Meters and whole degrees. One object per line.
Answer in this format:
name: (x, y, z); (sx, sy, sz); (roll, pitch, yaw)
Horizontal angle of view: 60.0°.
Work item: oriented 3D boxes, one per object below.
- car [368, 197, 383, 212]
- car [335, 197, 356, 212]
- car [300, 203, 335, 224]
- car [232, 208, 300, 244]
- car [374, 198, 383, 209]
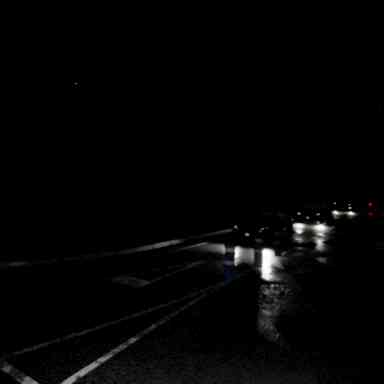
car: (22.724, 1.466, 40.428); (2.097, 1.767, 4.553); (1, 0, 32)
car: (18.720, 1.398, 40.707); (2.097, 1.767, 4.553); (1, 1, 32)
car: (9.578, 1.573, 25.951); (1.812, 1.442, 4.674); (1, 1, 32)
car: (3.590, 1.551, 16.228); (1.812, 1.442, 4.674); (1, 0, 32)
car: (27.989, 1.705, 48.987); (1.837, 1.490, 4.892); (1, 0, 32)
